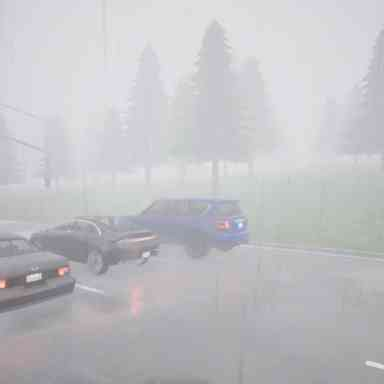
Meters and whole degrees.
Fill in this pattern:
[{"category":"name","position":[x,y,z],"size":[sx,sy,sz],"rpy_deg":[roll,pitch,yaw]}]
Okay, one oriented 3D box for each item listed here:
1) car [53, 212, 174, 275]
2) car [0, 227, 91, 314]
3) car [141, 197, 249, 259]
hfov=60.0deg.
[{"category":"car","position":[-3.211,1.491,10.451],"size":[4.902,1.511,2.128],"rpy_deg":[0,0,36]},{"category":"car","position":[-4.807,1.547,7.285],"size":[5.357,1.411,2.033],"rpy_deg":[0,0,36]},{"category":"car","position":[-0.540,1.221,12.837],"size":[5.566,2.045,2.150],"rpy_deg":[0,0,35]}]
